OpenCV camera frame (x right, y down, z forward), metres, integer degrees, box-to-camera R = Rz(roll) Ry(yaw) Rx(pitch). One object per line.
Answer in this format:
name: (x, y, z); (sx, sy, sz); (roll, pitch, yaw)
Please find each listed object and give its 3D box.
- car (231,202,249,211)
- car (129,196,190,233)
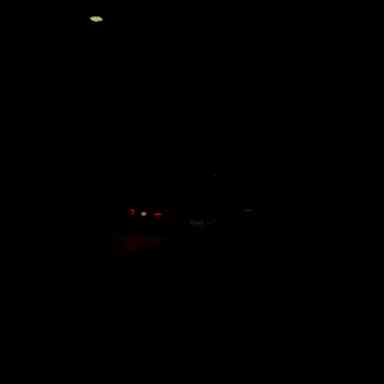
car: (7.107, 2.165, 50.723); (1.994, 1.385, 4.181); (1, -1, 15)
car: (-1.828, 1.277, 20.394); (2.150, 2.045, 5.566); (0, 0, 17)
